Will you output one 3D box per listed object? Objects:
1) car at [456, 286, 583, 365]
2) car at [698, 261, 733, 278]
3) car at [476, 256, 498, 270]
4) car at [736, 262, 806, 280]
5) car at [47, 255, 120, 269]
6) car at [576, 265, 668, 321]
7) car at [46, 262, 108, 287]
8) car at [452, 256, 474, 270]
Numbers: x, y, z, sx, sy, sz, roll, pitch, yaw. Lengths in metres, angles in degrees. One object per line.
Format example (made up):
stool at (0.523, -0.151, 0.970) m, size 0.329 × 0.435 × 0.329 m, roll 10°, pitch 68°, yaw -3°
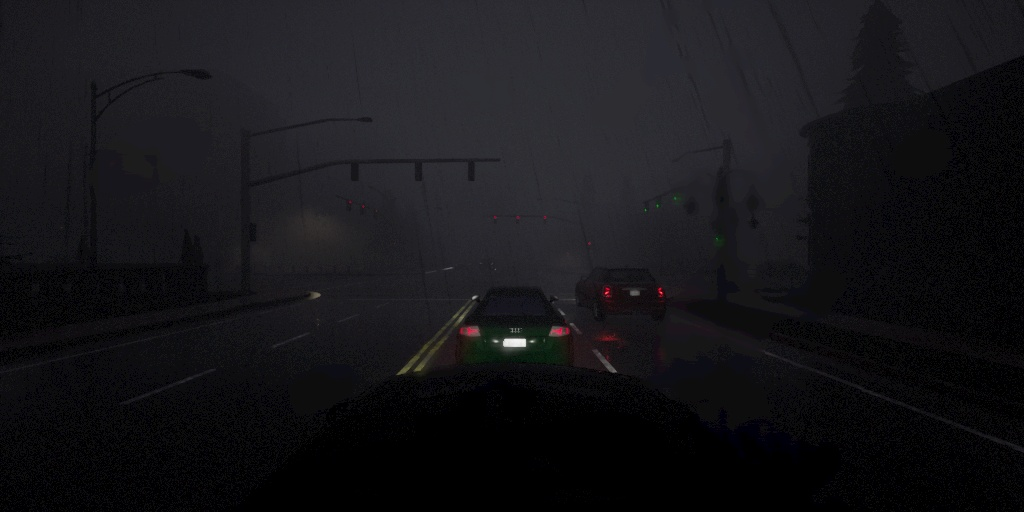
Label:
car at (0.063, 1.314, 7.558) m, size 1.994 × 1.385 × 4.181 m, roll 0°, pitch 0°, yaw 0°
car at (20.153, 1.227, 33.706) m, size 5.008 × 1.535 × 1.882 m, roll 0°, pitch 0°, yaw -1°
car at (-3.604, 1.101, 51.981) m, size 2.097 × 1.767 × 4.553 m, roll 0°, pitch 0°, yaw 0°
car at (22.014, 1.254, 30.278) m, size 4.892 × 1.490 × 1.837 m, roll 0°, pitch 0°, yaw -2°
car at (-31.450, 0.971, 26.821) m, size 5.566 × 2.045 × 2.150 m, roll 0°, pitch 0°, yaw 0°
car at (3.579, 1.102, 12.570) m, size 2.097 × 1.767 × 4.553 m, roll 0°, pitch 0°, yaw 0°
car at (-29.832, 1.275, 23.337) m, size 4.674 × 1.442 × 1.812 m, roll 0°, pitch 0°, yaw 0°
car at (-7.104, 1.227, 51.937) m, size 1.882 × 1.535 × 5.008 m, roll 0°, pitch 0°, yaw 0°
